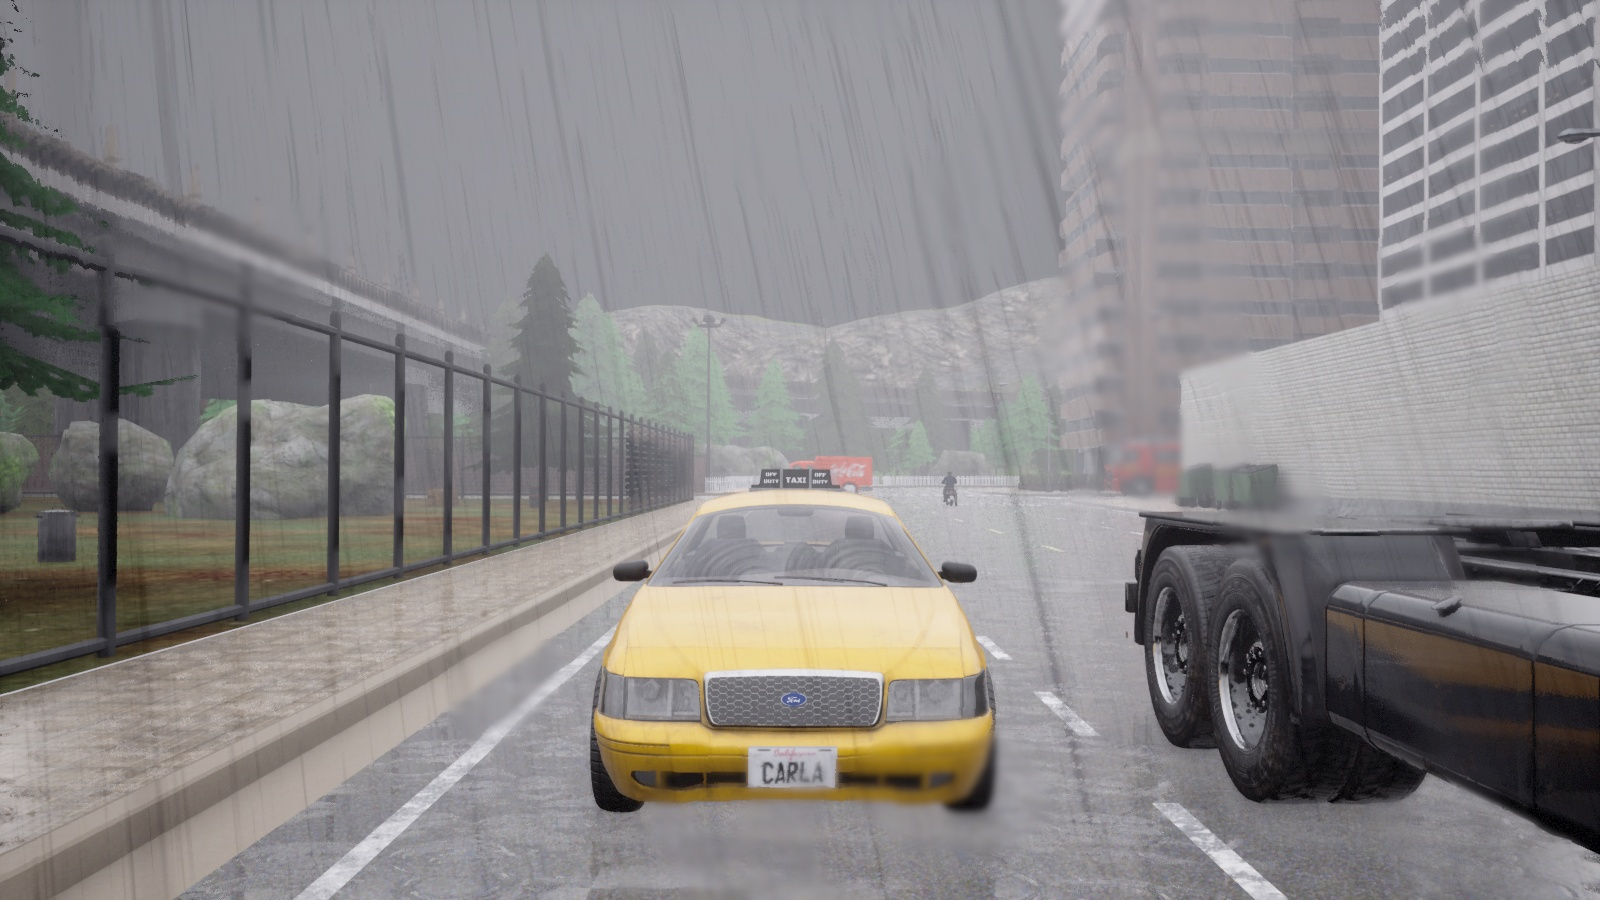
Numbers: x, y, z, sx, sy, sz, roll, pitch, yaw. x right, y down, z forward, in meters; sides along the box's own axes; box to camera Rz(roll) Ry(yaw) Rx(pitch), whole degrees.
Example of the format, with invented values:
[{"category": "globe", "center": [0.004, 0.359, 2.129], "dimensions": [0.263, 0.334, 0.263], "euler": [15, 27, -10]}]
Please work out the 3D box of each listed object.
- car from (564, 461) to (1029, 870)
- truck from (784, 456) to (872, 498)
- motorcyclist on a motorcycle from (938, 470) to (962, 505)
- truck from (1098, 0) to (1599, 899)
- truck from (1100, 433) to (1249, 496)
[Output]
[{"category": "car", "center": [-0.022, 0.880, 7.560], "dimensions": [1.801, 1.575, 5.366], "euler": [0, -1, 0]}, {"category": "truck", "center": [1.665, 1.608, 75.554], "dimensions": [5.204, 2.467, 2.627], "euler": [0, -1, 0]}, {"category": "motorcyclist on a motorcycle", "center": [6.835, 1.700, 57.291], "dimensions": [0.866, 1.590, 1.817], "euler": [0, -1, 0]}, {"category": "truck", "center": [3.483, -0.105, 4.529], "dimensions": [2.891, 3.462, 7.936], "euler": [0, -1, 0]}, {"category": "truck", "center": [23.509, 0.934, 79.097], "dimensions": [8.468, 3.827, 2.891], "euler": [0, -1, 0]}]
